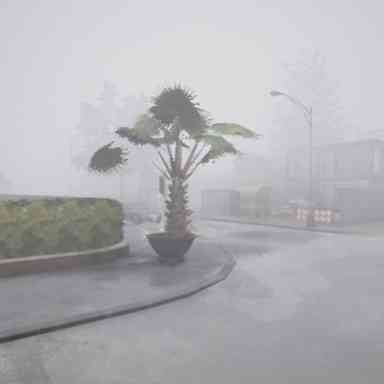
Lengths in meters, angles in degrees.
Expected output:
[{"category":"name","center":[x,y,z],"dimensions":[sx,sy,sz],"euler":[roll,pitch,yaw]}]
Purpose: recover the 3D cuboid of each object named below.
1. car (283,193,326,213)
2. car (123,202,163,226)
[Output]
[{"category":"car","center":[10.679,1.000,31.445],"dimensions":[3.866,1.878,1.905],"euler":[0,0,0]},{"category":"car","center":[-3.891,1.498,23.926],"dimensions":[2.128,1.511,4.902],"euler":[0,0,-36]}]
